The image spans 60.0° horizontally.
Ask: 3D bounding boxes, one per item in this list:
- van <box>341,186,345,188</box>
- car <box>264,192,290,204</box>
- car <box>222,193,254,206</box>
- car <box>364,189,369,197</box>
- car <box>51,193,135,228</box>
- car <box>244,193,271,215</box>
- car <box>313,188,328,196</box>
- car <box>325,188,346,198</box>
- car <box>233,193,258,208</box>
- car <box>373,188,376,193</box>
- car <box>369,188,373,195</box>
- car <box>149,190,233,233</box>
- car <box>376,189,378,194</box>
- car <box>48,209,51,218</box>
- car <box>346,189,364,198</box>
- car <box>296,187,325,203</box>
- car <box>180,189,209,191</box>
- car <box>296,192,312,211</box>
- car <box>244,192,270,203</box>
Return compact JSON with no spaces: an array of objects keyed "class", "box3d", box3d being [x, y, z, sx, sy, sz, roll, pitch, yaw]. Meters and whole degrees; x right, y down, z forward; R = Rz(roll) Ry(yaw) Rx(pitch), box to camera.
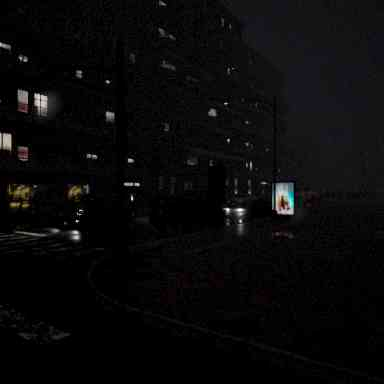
[{"class":"van","box3d":[37.553,-0.445,86.054,1.690,1.788,3.998,2,2,35]},{"class":"car","box3d":[11.363,0.731,44.162,1.994,1.385,4.181,0,1,36]},{"class":"car","box3d":[5.706,0.829,40.656,2.008,1.369,4.403,2,2,35]},{"class":"car","box3d":[31.717,0.099,63.143,1.967,1.590,4.097,1,2,35]},{"class":"car","box3d":[-5.640,1.075,19.992,2.097,1.767,4.553,0,1,35]},{"class":"car","box3d":[6.234,1.069,26.815,1.947,1.339,4.313,1,2,35]},{"class":"car","box3d":[27.998,-0.024,72.435,1.967,1.590,4.097,2,2,35]},{"class":"car","box3d":[25.000,0.407,58.109,1.895,1.301,4.718,0,1,35]},{"class":"car","box3d":[5.546,0.884,35.919,1.812,1.442,4.674,0,1,35]},{"class":"car","box3d":[38.087,-0.011,72.230,1.887,1.381,4.507,1,2,35]},{"class":"car","box3d":[34.902,0.096,67.688,1.887,1.381,4.507,1,2,35]},{"class":"car","box3d":[-0.135,1.026,17.726,2.192,1.841,5.009,1,2,35]},{"class":"car","box3d":[44.457,-0.220,81.312,2.008,1.369,4.403,1,2,35]},{"class":"car","box3d":[-7.030,1.010,22.487,2.192,1.841,5.009,1,2,35]},{"class":"car","box3d":[28.532,0.309,58.605,1.887,1.381,4.507,1,2,35]},{"class":"car","box3d":[15.753,0.326,44.932,2.150,2.045,5.566,0,0,35]},{"class":"car","box3d":[-0.103,0.765,27.880,2.150,2.045,5.566,0,1,36]},{"class":"car","box3d":[9.419,0.965,31.357,1.947,1.339,4.313,1,2,35]},{"class":"car","box3d":[8.890,0.755,45.196,1.802,1.307,4.206,2,2,35]}]
